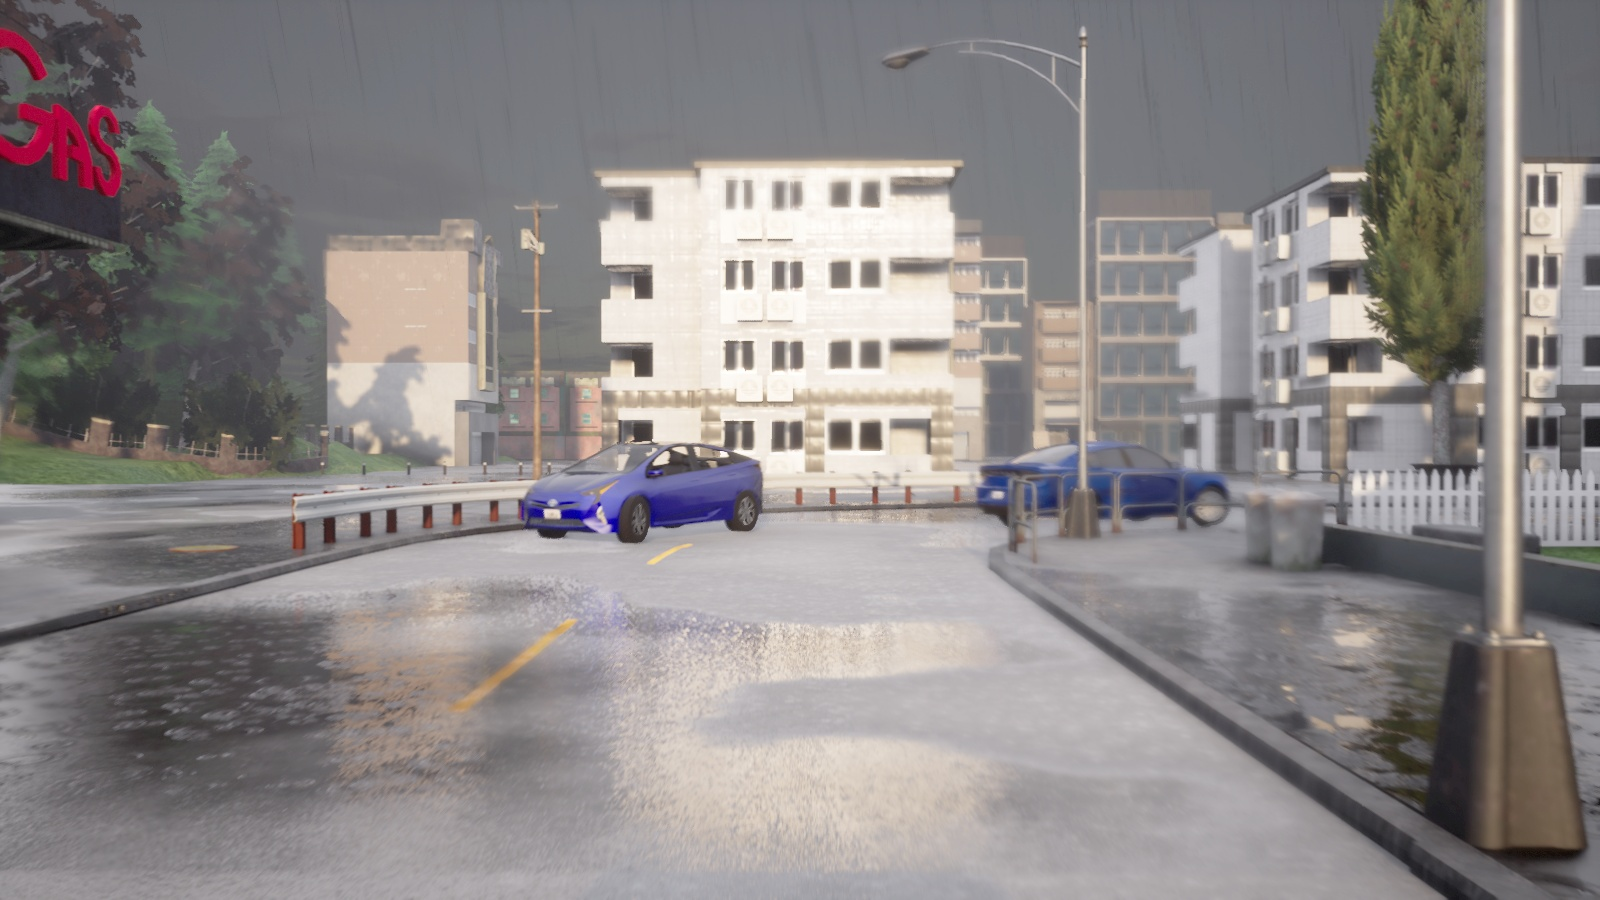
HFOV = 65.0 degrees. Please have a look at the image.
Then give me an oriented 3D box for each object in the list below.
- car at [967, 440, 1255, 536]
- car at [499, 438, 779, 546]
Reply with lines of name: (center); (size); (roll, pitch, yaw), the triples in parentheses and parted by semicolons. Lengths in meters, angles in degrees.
car: (5.524, 0.605, 22.132); (5.008, 1.535, 1.882); (0, 0, -30)
car: (-2.429, 0.580, 20.088); (2.007, 1.525, 4.514); (0, 0, 33)
